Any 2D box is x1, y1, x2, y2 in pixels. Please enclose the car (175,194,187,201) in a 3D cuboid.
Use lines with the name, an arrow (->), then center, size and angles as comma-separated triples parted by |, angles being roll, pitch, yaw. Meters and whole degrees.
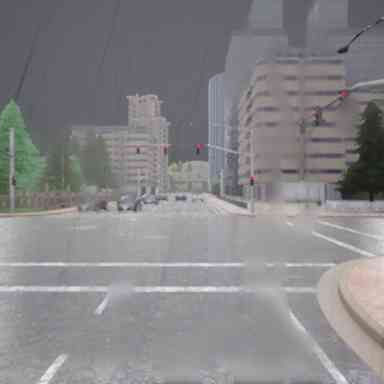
car -> -2.322, 1.105, 67.879 | 1.882, 1.535, 5.008 | 0, 0, 1

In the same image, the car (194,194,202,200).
car -> 1.289, 1.098, 77.207 | 1.812, 1.442, 4.674 | 0, 0, 1

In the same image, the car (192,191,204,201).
car -> 1.174, 0.851, 67.520 | 2.150, 2.045, 5.566 | 0, 0, 1

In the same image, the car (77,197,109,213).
car -> -10.038, 1.304, 34.097 | 2.128, 1.511, 4.902 | 0, 0, 5

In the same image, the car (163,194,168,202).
car -> -5.835, 1.179, 67.150 | 2.033, 1.411, 5.357 | 0, 0, 1

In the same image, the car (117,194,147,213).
car -> -6.319, 1.304, 34.042 | 2.128, 1.511, 4.902 | 0, 0, 1

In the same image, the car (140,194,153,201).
car -> -9.317, 1.150, 68.382 | 1.812, 1.442, 4.674 | 0, 0, 1

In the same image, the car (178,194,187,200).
car -> -2.211, 1.169, 77.279 | 1.895, 1.301, 4.718 | 0, 0, 1

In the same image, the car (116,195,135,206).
car -> -9.634, 1.258, 48.819 | 1.812, 1.442, 4.674 | 0, 0, 1

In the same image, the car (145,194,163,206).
car -> -6.117, 1.217, 49.903 | 2.128, 1.511, 4.902 | 0, 0, 1
